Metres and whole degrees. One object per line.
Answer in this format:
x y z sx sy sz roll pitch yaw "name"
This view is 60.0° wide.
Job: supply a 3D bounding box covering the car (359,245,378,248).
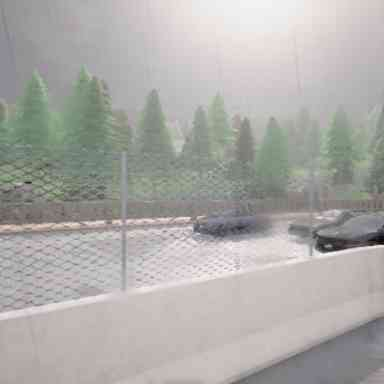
6.555 1.464 11.747 5.008 1.535 1.882 0 0 -27 "car"
